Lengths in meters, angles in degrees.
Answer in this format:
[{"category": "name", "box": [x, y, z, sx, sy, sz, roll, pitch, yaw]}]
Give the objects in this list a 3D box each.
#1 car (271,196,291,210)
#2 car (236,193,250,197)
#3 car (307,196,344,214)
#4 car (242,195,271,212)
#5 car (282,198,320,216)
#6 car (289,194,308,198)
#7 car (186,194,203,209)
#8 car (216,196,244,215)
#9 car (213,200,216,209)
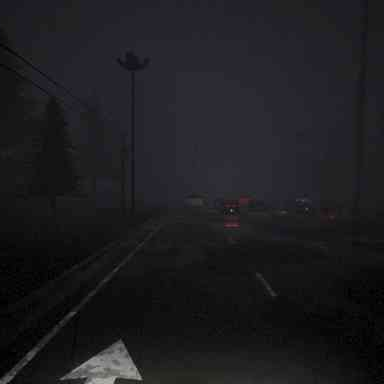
[{"category": "car", "box": [10.819, 1.547, 43.272, 2.033, 1.411, 5.357, 0, 0, 0]}, {"category": "car", "box": [7.352, 1.221, 48.317, 2.150, 2.045, 5.566, 0, 0, 1]}, {"category": "car", "box": [14.295, 1.492, 35.307, 2.128, 1.511, 4.902, 0, 0, 0]}, {"category": "car", "box": [7.313, 1.478, 38.305, 1.882, 1.535, 5.008, 0, 0, 1]}, {"category": "car", "box": [10.783, 1.564, 33.181, 1.994, 1.385, 4.181, 0, 0, 0]}, {"category": "car", "box": [14.342, 1.221, 45.555, 2.150, 2.045, 5.566, 0, 0, 0]}, {"category": "car", "box": [0.344, 1.221, 44.653, 2.150, 2.045, 5.566, 0, 0, 1]}, {"category": "car", "box": [3.787, 1.505, 34.053, 1.837, 1.490, 4.892, 0, 0, 0]}, {"category": "car", "box": [3.824, 1.547, 44.434, 2.033, 1.411, 5.357, 0, 0, 1]}]
